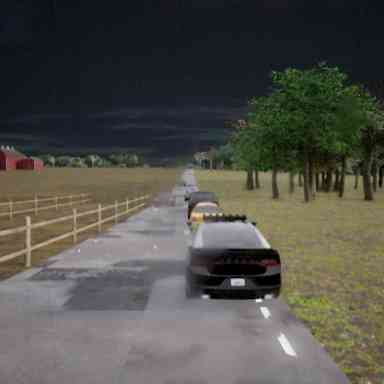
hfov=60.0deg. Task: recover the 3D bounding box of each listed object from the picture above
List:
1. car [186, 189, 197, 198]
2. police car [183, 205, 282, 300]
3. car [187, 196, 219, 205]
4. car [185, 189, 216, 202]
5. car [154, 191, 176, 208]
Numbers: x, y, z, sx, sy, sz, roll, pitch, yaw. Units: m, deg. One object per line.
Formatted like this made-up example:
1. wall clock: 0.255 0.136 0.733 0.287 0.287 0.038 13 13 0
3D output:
1. car: -0.117 0.184 58.982 1.895 1.301 4.718 0 3 0
2. police car: 0.808 1.376 8.485 1.930 1.638 5.238 0 1 0
3. car: 0.788 1.273 18.562 1.801 1.575 5.366 0 1 0
4. car: 0.777 0.926 24.394 2.150 2.045 5.566 0 1 0
5. car: -2.922 0.735 36.378 2.097 1.767 4.553 0 2 0
